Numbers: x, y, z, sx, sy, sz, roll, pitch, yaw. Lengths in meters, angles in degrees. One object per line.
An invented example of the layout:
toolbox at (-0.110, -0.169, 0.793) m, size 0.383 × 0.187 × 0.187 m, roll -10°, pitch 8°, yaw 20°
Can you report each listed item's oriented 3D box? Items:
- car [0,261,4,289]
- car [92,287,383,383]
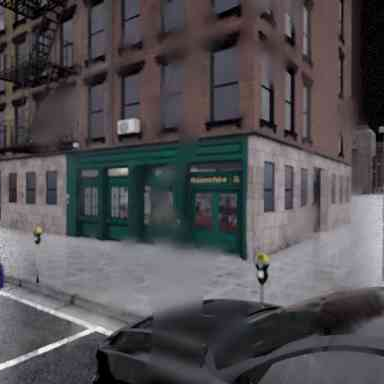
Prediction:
car at (-6.127, 1.317, 6.421) m, size 4.553 × 1.767 × 2.097 m, roll 0°, pitch 0°, yaw 14°
car at (1.390, 1.477, 2.281) m, size 5.008 × 1.535 × 1.882 m, roll 0°, pitch 0°, yaw 35°
